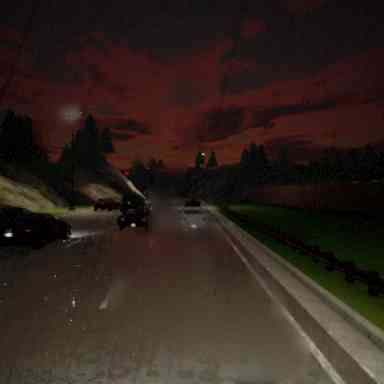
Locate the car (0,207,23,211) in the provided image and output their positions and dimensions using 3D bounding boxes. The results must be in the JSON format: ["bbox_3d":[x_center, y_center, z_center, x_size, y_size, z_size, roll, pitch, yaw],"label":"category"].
[{"bbox_3d":[-10.403,1.581,19.261,2.033,1.411,5.357,0,0,0],"label":"car"}]

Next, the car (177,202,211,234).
[{"bbox_3d":[0.097,1.559,19.419,1.812,1.442,4.674,0,0,0],"label":"car"}]

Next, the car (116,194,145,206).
[{"bbox_3d":[-6.905,1.291,39.118,2.150,2.045,5.566,0,0,0],"label":"car"}]

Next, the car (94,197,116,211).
[{"bbox_3d":[-10.491,1.423,41.124,2.097,1.767,4.553,0,0,0],"label":"car"}]

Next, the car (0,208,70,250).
[{"bbox_3d":[-6.903,1.590,14.540,1.994,1.385,4.181,0,0,0],"label":"car"}]

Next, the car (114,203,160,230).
[{"bbox_3d":[-3.403,1.638,21.493,1.895,1.301,4.718,0,0,0],"label":"car"}]

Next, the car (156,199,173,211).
[{"bbox_3d":[-3.480,1.578,41.106,1.837,1.490,4.892,0,0,1],"label":"car"}]

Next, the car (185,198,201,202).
[{"bbox_3d":[0.095,1.579,42.209,1.837,1.490,4.892,0,0,0],"label":"car"}]
